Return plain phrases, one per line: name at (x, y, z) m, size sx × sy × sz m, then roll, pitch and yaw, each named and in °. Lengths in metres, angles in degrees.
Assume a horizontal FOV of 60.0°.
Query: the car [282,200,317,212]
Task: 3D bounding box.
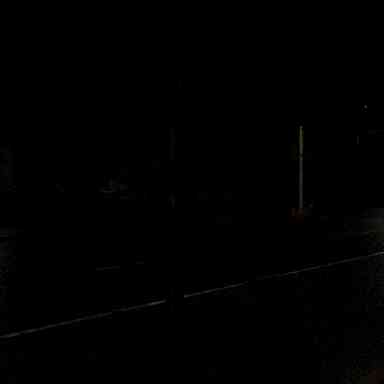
car at (12.135, 1.564, 38.282) m, size 1.994 × 1.385 × 4.181 m, roll 0°, pitch 0°, yaw -35°
